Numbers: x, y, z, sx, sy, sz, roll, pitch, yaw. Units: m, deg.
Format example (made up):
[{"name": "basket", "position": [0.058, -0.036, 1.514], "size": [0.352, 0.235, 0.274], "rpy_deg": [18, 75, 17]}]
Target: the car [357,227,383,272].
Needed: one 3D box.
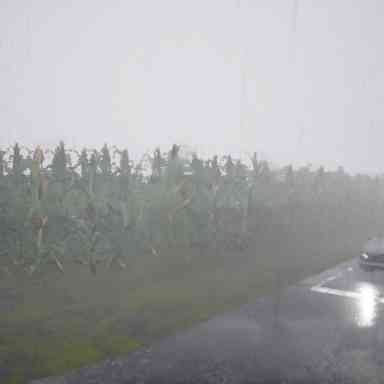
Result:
[{"name": "car", "position": [6.951, 1.641, 10.534], "size": [2.033, 1.411, 5.357], "rpy_deg": [-2, -1, 42]}]
